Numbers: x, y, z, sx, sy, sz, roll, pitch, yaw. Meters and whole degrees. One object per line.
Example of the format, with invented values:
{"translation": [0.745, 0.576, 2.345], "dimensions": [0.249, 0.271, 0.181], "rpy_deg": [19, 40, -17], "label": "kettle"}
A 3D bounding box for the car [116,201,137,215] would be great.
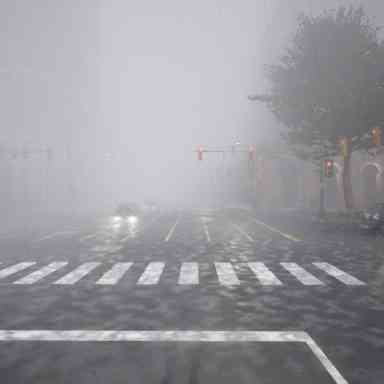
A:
{"translation": [-6.565, 1.601, 33.480], "dimensions": [1.895, 1.301, 4.718], "rpy_deg": [0, 0, -7], "label": "car"}

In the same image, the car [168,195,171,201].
{"translation": [-6.356, 1.478, 83.020], "dimensions": [1.882, 1.535, 5.008], "rpy_deg": [0, 0, 1], "label": "car"}

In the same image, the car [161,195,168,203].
{"translation": [-6.568, 1.525, 69.320], "dimensions": [1.812, 1.442, 4.674], "rpy_deg": [0, 0, 1], "label": "car"}

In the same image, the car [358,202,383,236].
{"translation": [11.472, 1.352, 17.689], "dimensions": [4.553, 1.767, 2.097], "rpy_deg": [0, 0, 3], "label": "car"}

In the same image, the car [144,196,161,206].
{"translation": [-6.808, 1.478, 55.585], "dimensions": [1.882, 1.535, 5.008], "rpy_deg": [0, 0, 0], "label": "car"}
